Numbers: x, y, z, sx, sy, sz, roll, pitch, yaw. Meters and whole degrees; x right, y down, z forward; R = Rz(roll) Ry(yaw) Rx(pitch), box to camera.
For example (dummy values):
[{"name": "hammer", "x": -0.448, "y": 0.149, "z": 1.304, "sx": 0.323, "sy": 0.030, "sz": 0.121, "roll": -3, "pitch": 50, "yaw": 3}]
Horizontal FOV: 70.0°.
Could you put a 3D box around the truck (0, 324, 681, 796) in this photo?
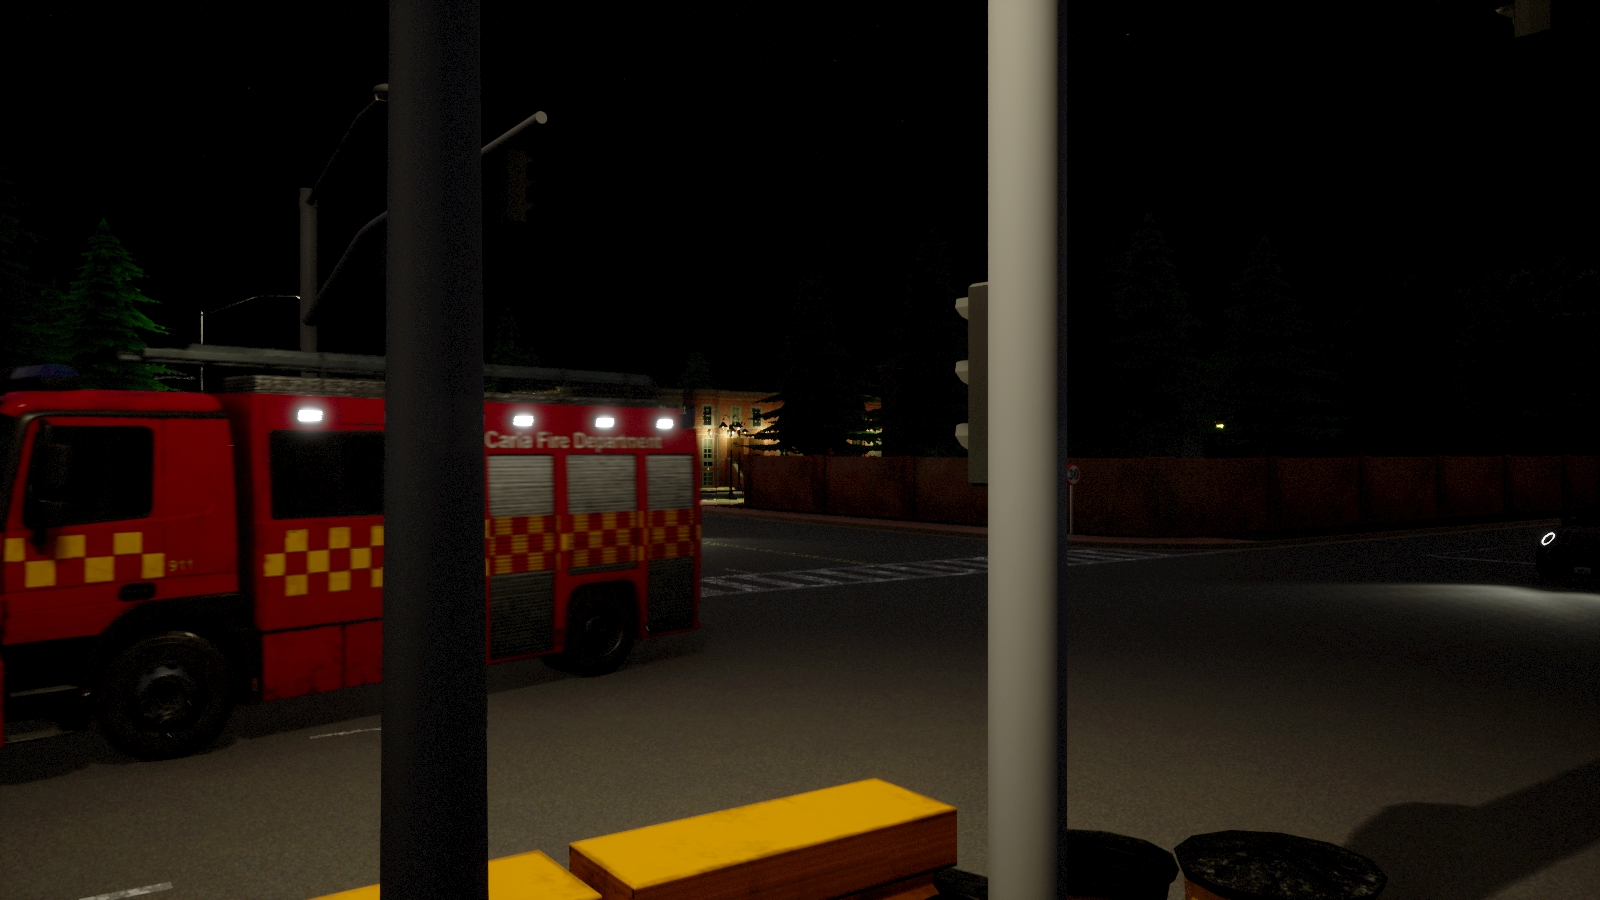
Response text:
[{"name": "truck", "x": -5.410, "y": 0.890, "z": 12.803, "sx": 2.891, "sy": 3.827, "sz": 8.468, "roll": 0, "pitch": 0, "yaw": 40}]

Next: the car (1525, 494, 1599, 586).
[{"name": "car", "x": 18.010, "y": 1.906, "z": 24.946, "sx": 4.553, "sy": 1.767, "sz": 2.097, "roll": 0, "pitch": 0, "yaw": -35}]
